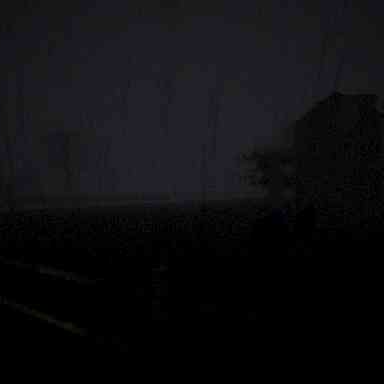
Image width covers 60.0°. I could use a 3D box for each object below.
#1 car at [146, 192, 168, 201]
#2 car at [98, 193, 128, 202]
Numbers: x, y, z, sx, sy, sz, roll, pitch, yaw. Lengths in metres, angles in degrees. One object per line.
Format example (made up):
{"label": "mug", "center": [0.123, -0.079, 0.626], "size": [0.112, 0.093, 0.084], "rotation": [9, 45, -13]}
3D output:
{"label": "car", "center": [-6.244, 0.727, 60.501], "size": [2.097, 1.767, 4.553], "rotation": [1, 2, 35]}
{"label": "car", "center": [-13.372, 0.951, 56.598], "size": [2.033, 1.411, 5.357], "rotation": [1, 2, 36]}
